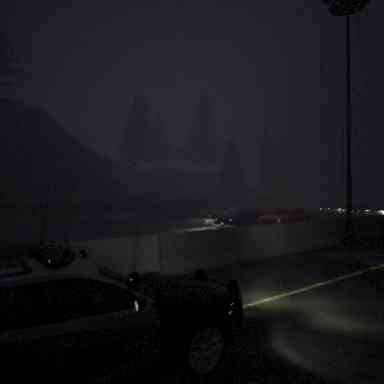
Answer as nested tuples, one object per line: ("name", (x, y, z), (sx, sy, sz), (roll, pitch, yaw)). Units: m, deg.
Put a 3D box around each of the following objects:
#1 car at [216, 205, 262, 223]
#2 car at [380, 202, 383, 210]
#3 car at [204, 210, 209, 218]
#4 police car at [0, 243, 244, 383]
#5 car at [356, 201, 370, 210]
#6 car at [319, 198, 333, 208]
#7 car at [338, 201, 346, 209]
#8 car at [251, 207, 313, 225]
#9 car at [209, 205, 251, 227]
("car", (4.426, 1.958, 30.770), (4.674, 1.442, 1.812), (1, -1, -45))
("car", (32.633, 2.312, 55.598), (2.128, 1.511, 4.902), (0, -1, 31))
("car", (3.641, 2.035, 34.875), (2.033, 1.411, 5.357), (-1, -1, 44))
("police car", (-1.567, 1.481, 3.991), (5.238, 1.638, 1.930), (1, -1, -36))
("car", (29.614, 2.354, 57.355), (1.812, 1.442, 4.674), (0, -1, 32))
("car", (27.505, 2.189, 68.165), (2.150, 2.045, 5.566), (0, -1, 27))
("car", (29.559, 2.451, 64.462), (2.128, 1.511, 4.902), (0, -1, 29))
("car", (6.576, 1.807, 23.148), (5.008, 1.535, 1.882), (1, -1, -43))
("car", (4.084, 1.907, 25.547), (5.357, 1.411, 2.033), (1, -1, -43))
